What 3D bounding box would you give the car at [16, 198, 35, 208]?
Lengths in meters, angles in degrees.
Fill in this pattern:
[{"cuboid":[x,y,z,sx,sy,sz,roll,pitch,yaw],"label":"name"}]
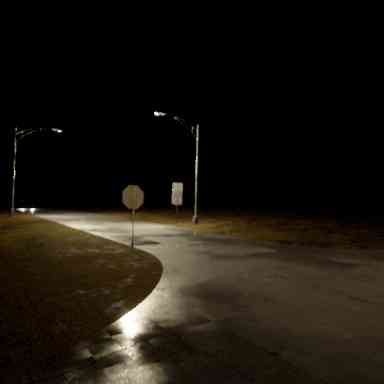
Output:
[{"cuboid":[-23.275,1.556,46.498,1.994,1.385,4.181,3,-2,-35],"label":"car"}]
